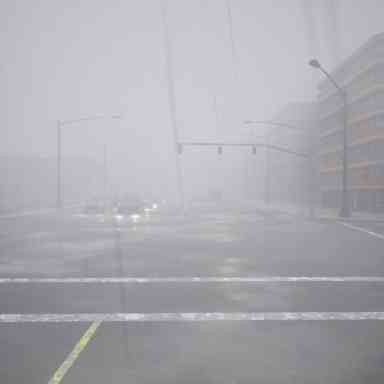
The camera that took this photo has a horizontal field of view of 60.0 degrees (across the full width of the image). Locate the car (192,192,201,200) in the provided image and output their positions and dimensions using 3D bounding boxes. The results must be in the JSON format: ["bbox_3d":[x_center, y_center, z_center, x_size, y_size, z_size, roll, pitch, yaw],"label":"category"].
[{"bbox_3d":[0.854,0.959,65.865,1.895,1.301,4.718,0,1,0],"label":"car"}]

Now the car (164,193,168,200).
[{"bbox_3d":[-6.140,0.909,68.725,1.895,1.301,4.718,0,1,0],"label":"car"}]

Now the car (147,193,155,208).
[{"bbox_3d":[-6.310,1.277,43.472,1.812,1.442,4.674,0,1,0],"label":"car"}]

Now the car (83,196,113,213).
[{"bbox_3d":[-9.835,1.225,34.932,2.097,1.767,4.553,0,1,0],"label":"car"}]

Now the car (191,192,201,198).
[{"bbox_3d":[0.883,0.649,75.841,2.033,1.411,5.357,0,1,0],"label":"car"}]

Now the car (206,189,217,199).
[{"bbox_3d":[4.383,0.428,75.739,2.150,2.045,5.566,0,1,0],"label":"car"}]

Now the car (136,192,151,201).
[{"bbox_3d":[-9.670,0.841,66.367,2.128,1.511,4.902,0,1,1],"label":"car"}]

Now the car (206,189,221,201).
[{"bbox_3d":[4.453,0.593,65.123,2.150,2.045,5.566,0,1,0],"label":"car"}]

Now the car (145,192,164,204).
[{"bbox_3d":[-6.271,1.062,53.868,2.128,1.511,4.902,0,1,0],"label":"car"}]

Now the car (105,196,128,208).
[{"bbox_3d":[-9.810,1.314,43.575,1.994,1.385,4.181,0,1,0],"label":"car"}]

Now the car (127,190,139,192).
[{"bbox_3d":[-9.765,0.786,54.230,2.150,2.045,5.566,0,1,0],"label":"car"}]

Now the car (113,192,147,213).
[{"bbox_3d":[-6.337,1.226,34.590,2.097,1.767,4.553,0,1,0],"label":"car"}]
